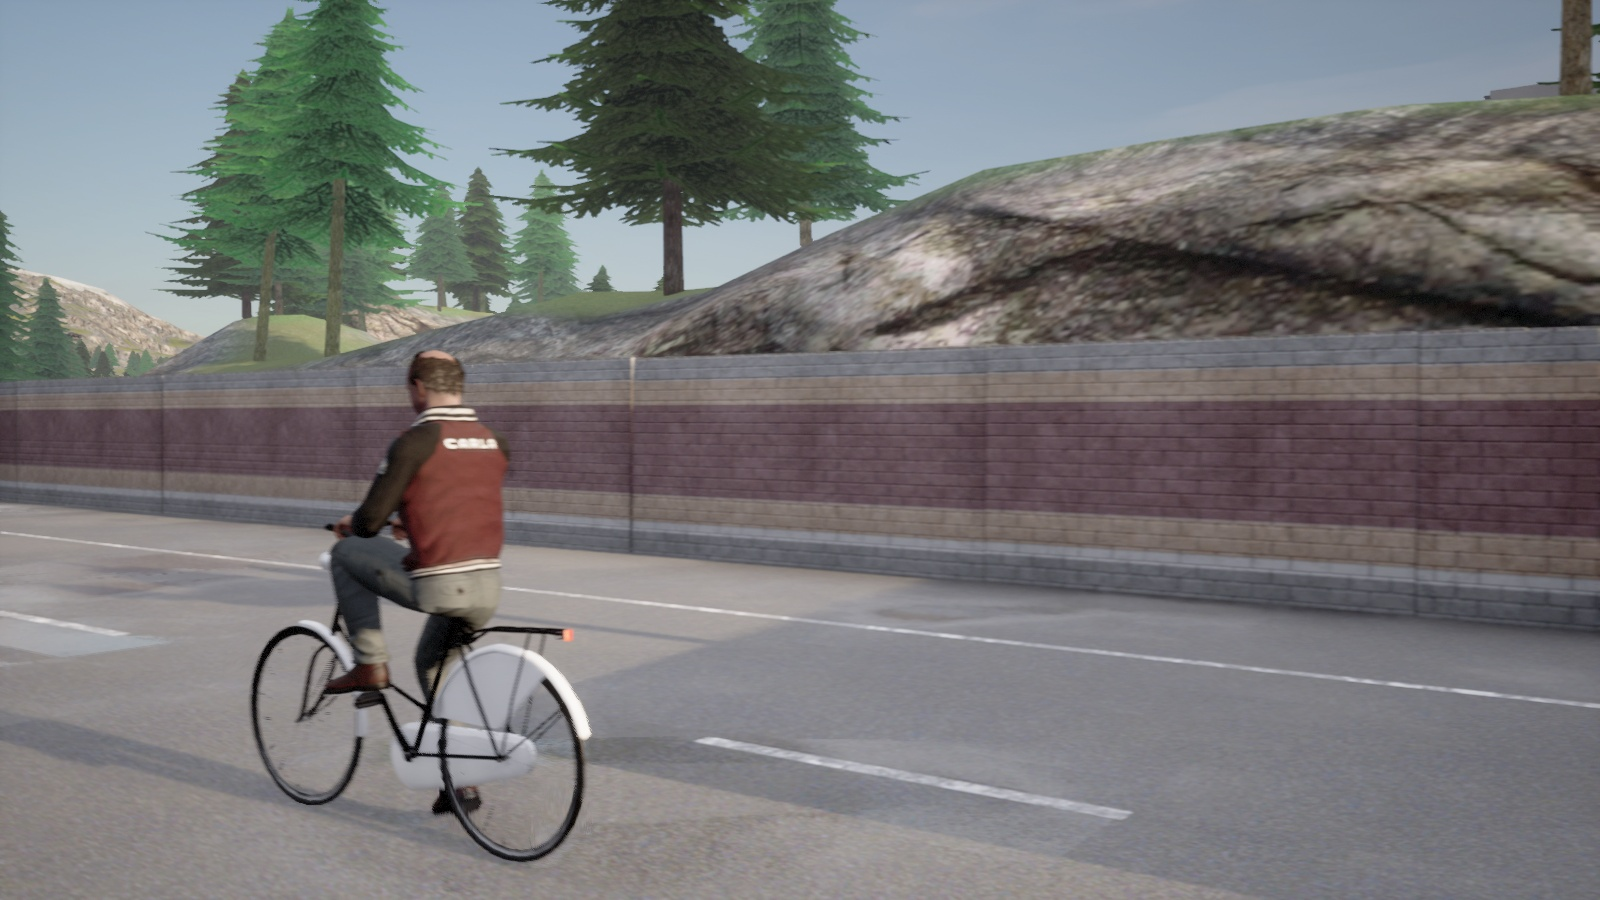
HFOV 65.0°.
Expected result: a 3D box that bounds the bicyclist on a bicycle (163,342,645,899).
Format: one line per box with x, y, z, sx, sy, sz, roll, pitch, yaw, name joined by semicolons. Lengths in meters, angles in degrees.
-1.498;0.552;4.615;1.843;1.776;0.659;0;1;34;bicyclist on a bicycle
